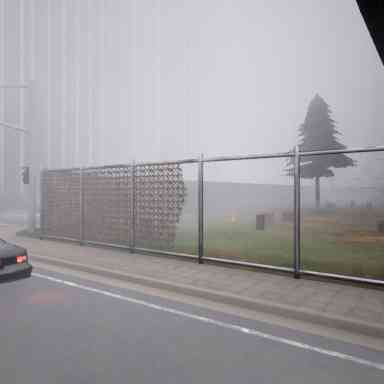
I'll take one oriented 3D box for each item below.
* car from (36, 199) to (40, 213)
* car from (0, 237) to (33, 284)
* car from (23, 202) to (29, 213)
[{"bbox_3d":[-13.095,1.506,33.347,1.994,1.385,4.181,0,0,36],"label":"car"},{"bbox_3d":[-6.207,1.547,8.397,5.357,1.411,2.033,0,0,35],"label":"car"},{"bbox_3d":[-15.627,1.297,35.823,2.097,1.767,4.553,0,0,36],"label":"car"}]
